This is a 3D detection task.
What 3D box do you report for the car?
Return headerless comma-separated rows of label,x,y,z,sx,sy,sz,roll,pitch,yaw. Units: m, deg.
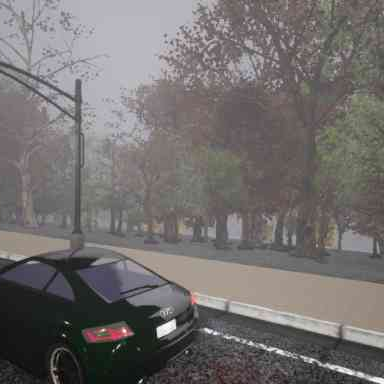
car,-1.926,1.563,5.061,4.181,1.385,1.994,0,0,36
